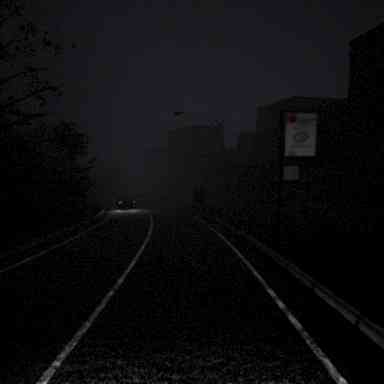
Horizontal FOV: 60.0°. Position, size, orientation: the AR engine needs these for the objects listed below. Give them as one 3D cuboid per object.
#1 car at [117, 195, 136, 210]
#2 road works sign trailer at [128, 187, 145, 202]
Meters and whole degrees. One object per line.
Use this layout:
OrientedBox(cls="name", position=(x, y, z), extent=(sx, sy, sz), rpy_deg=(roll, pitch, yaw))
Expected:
OrientedBox(cls="car", position=(-8.043, 1.204, 40.640), extent=(2.097, 1.767, 4.553), rpy_deg=(-2, 0, -15))
OrientedBox(cls="road works sign trailer", position=(-9.758, 0.523, 58.965), extent=(2.380, 2.880, 3.560), rpy_deg=(-2, 1, -28))
